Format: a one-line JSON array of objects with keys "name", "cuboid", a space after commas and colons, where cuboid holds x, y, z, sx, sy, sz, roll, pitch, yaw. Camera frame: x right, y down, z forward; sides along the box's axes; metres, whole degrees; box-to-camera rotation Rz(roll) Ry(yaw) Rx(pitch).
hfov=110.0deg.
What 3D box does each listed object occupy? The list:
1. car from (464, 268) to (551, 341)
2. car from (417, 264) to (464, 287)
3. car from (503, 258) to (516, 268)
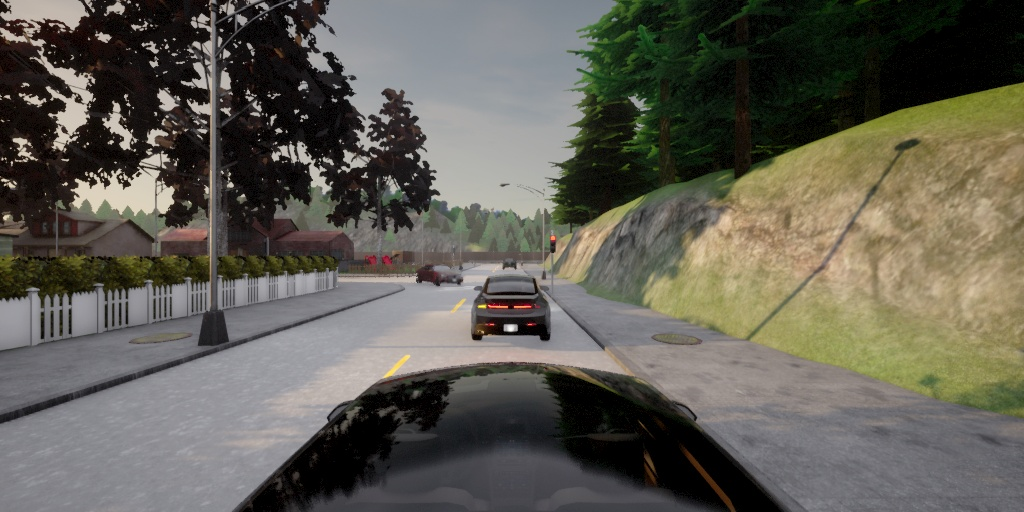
[{"name": "car", "cuboid": [-0.017, 1.255, 9.914, 1.837, 1.490, 4.892, 0, 0, 0]}, {"name": "car", "cuboid": [-5.047, 1.276, 24.783, 1.812, 1.442, 4.674, 2, -1, -37]}, {"name": "car", "cuboid": [-0.369, 1.101, 56.984, 2.097, 1.767, 4.553, 0, 0, 0]}]
